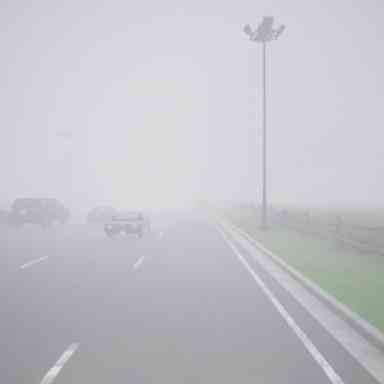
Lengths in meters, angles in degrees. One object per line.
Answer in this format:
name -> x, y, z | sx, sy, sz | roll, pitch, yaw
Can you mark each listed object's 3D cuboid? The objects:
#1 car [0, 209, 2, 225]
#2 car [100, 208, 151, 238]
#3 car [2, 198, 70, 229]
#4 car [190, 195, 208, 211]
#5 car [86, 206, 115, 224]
car -> -13.913, 1.520, 22.246 | 2.097, 1.767, 4.553 | 0, -1, 0
car -> -3.408, 1.743, 18.567 | 1.895, 1.301, 4.718 | 0, 0, 0
car -> -10.411, 1.399, 23.122 | 2.150, 2.045, 5.566 | 0, 0, 0
car -> 1.098, 1.709, 46.753 | 2.097, 1.767, 4.553 | 0, 0, 0
car -> -6.922, 1.767, 26.565 | 1.994, 1.385, 4.181 | 0, 0, 0
